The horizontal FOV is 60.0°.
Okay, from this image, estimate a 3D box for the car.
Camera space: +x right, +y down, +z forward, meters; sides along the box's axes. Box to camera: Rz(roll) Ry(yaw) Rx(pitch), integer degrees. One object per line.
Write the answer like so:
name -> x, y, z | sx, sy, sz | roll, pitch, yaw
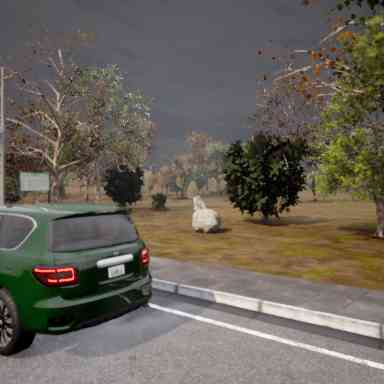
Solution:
car -> -3.265, 1.219, 6.299 | 5.566, 2.045, 2.150 | 0, 0, 35
